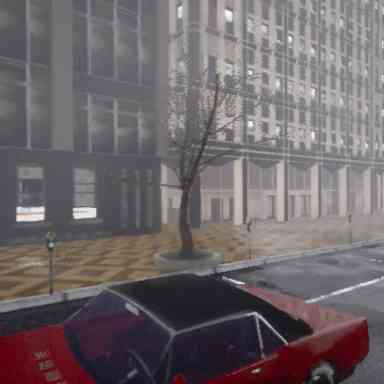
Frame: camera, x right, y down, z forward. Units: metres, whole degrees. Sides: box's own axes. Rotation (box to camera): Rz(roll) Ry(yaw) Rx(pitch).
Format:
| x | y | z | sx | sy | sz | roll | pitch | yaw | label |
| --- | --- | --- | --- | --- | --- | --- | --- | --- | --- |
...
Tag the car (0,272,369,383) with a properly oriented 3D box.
| x | y | z | sx | sy | sz | roll | pitch | yaw | label |
| --- | --- | --- | --- | --- | --- | --- | --- | --- | --- |
| -0.428 | 1.601 | 3.075 | 4.718 | 1.301 | 1.895 | 0 | 0 | -36 | car |
